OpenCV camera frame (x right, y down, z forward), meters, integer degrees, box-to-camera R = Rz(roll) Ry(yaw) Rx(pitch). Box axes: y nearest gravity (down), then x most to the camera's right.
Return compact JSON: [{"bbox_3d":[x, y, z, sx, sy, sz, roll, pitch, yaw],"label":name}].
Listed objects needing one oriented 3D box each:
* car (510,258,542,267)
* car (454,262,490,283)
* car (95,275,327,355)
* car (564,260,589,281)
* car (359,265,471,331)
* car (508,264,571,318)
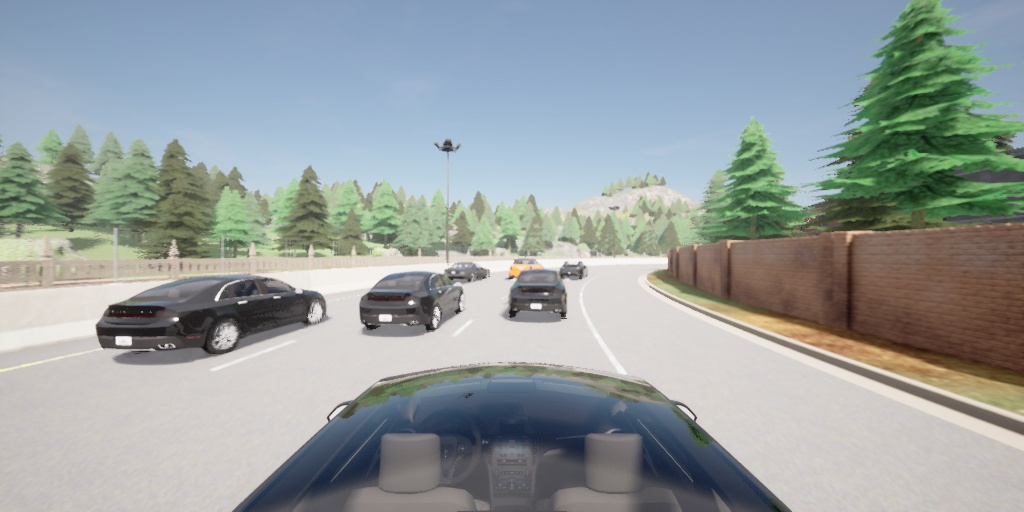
[{"bbox_3d":[1.317,0.963,29.438,2.097,1.767,4.553,0,0,18],"label":"car"},{"bbox_3d":[-3.276,1.156,26.625,2.033,1.411,5.357,0,0,16],"label":"car"},{"bbox_3d":[-6.457,1.195,8.551,1.837,1.490,4.892,0,0,4],"label":"car"},{"bbox_3d":[5.297,1.114,30.297,2.128,1.511,4.902,0,0,19],"label":"car"},{"bbox_3d":[-2.738,1.197,10.832,1.837,1.490,4.892,0,0,6],"label":"car"},{"bbox_3d":[1.016,1.201,12.787,1.837,1.490,4.892,0,0,8],"label":"car"}]
